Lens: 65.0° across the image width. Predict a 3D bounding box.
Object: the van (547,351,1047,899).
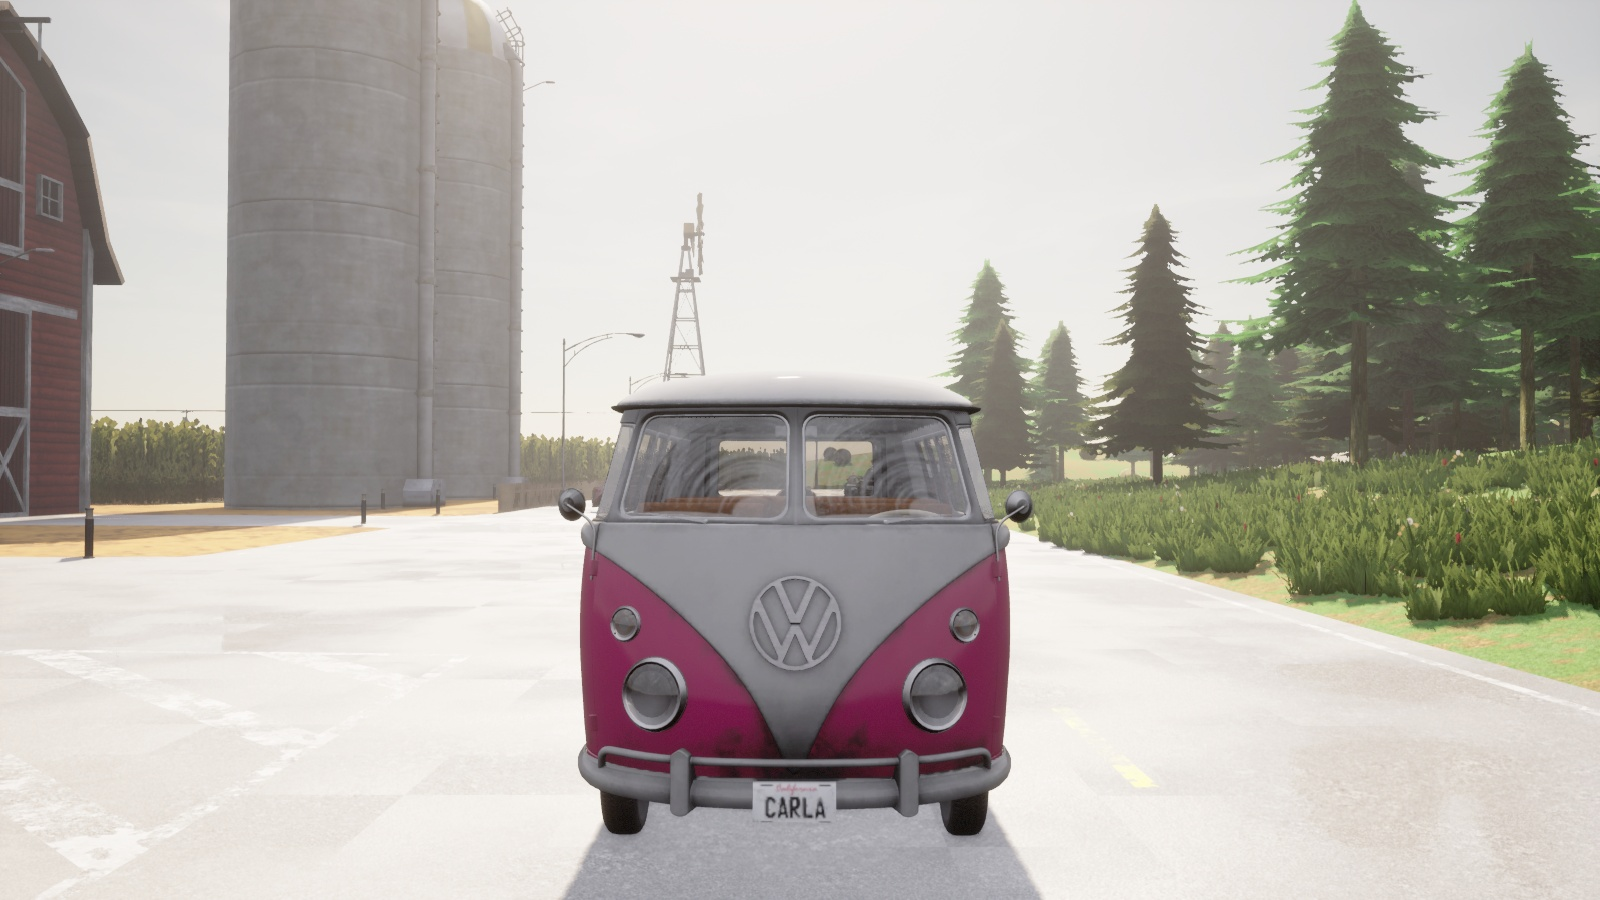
[{"bbox_3d":[-0.019,0.680,6.700,1.775,1.987,4.442,0,-1,0],"label":"van"}]
